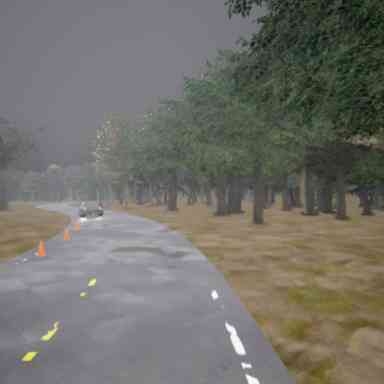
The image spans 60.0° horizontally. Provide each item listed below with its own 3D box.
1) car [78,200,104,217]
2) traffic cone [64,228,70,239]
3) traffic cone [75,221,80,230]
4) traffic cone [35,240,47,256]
[{"bbox_3d":[-11.181,1.753,36.534,2.097,1.767,4.553,0,0,-25],"label":"car"},{"bbox_3d":[-6.639,2.192,17.626,0.340,0.580,0.340,0,-1,-11],"label":"traffic cone"},{"bbox_3d":[-7.709,2.237,22.366,0.340,0.580,0.340,0,0,-14],"label":"traffic cone"},{"bbox_3d":[-5.817,2.142,12.837,0.340,0.580,0.340,0,-1,-8],"label":"traffic cone"}]
